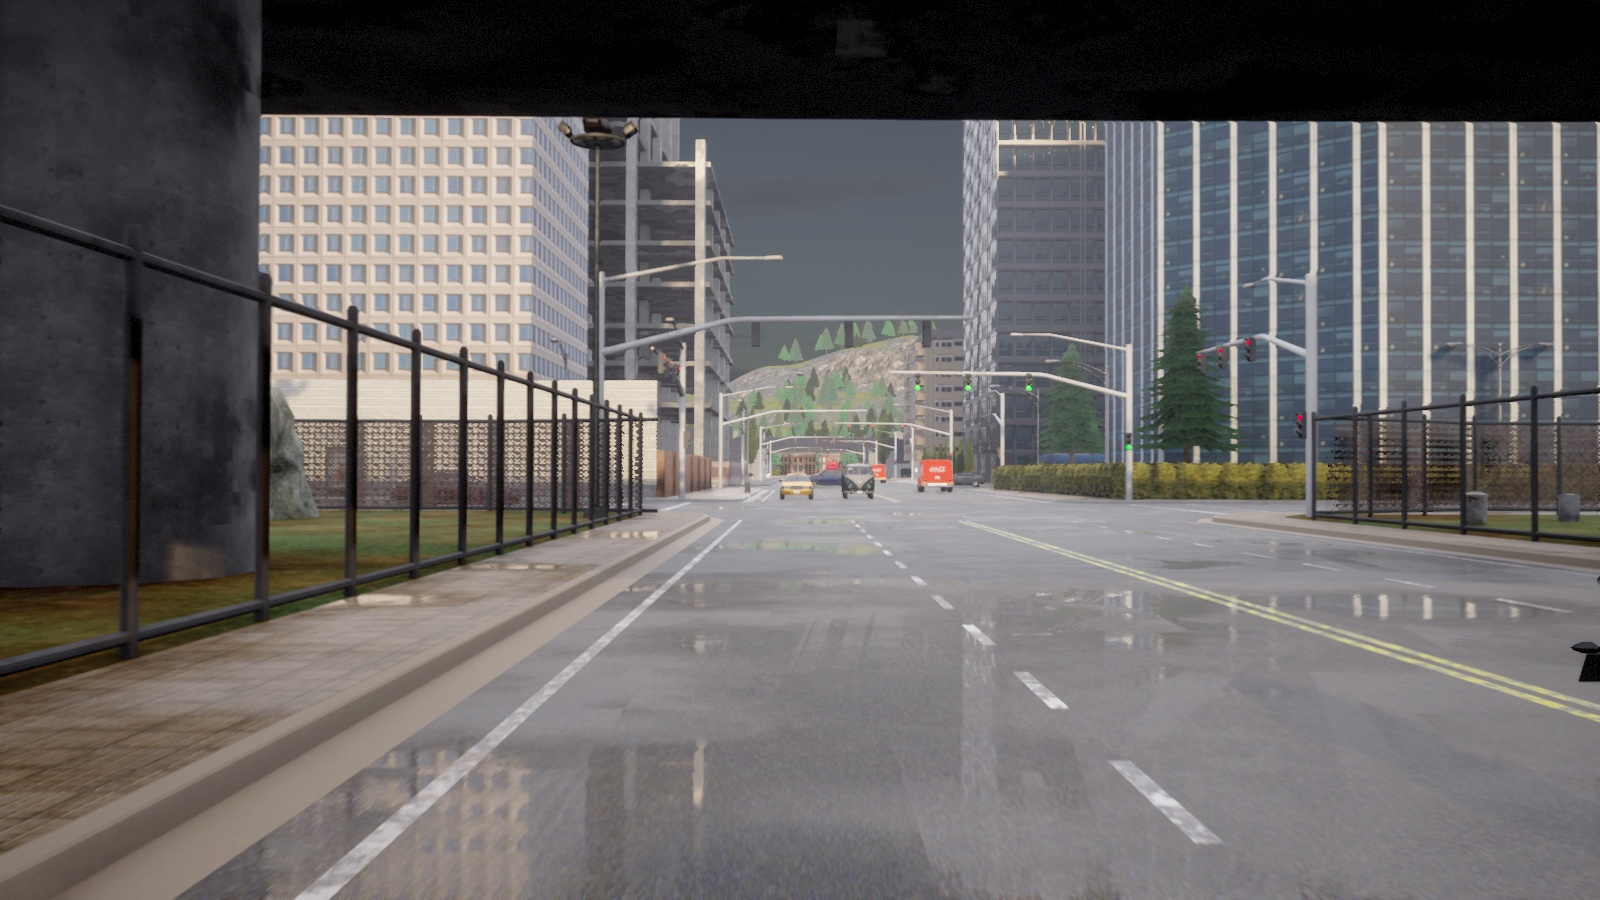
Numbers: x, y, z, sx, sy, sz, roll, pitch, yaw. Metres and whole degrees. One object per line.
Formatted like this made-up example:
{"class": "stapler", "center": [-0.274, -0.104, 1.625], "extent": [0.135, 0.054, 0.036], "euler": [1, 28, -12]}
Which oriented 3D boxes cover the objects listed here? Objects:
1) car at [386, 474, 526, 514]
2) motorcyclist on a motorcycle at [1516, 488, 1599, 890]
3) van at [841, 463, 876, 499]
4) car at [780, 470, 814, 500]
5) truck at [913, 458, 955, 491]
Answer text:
{"class": "car", "center": [-12.712, 1.615, 46.564], "extent": [4.674, 1.442, 1.812], "euler": [0, -1, 0]}
{"class": "motorcyclist on a motorcycle", "center": [3.490, 0.907, 4.248], "extent": [0.866, 1.530, 2.191], "euler": [0, -1, 0]}
{"class": "van", "center": [3.324, 1.759, 71.983], "extent": [1.775, 1.987, 4.442], "euler": [0, -1, 0]}
{"class": "car", "center": [-0.171, 1.934, 70.486], "extent": [1.801, 1.575, 5.366], "euler": [0, -1, 0]}
{"class": "truck", "center": [10.265, 1.899, 96.294], "extent": [2.627, 2.467, 5.204], "euler": [0, -1, 0]}
